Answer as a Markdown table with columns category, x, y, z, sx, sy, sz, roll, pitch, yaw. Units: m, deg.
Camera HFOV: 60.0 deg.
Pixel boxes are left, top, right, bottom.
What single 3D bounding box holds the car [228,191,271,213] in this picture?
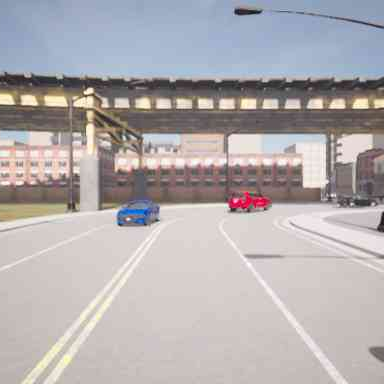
| category | x | y | z | sx | sy | sz | roll | pitch | yaw |
| --- | --- | --- | --- | --- | --- | --- | --- | --- | --- |
| car | 5.785 | 0.945 | 32.957 | 2.150 | 2.045 | 5.566 | 0 | 1 | 40 |

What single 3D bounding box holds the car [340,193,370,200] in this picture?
| category | x | y | z | sx | sy | sz | roll | pitch | yaw |
| --- | --- | --- | --- | --- | --- | --- | --- | --- | --- |
| car | 28.935 | 0.794 | 59.315 | 1.853 | 1.218 | 4.536 | 0 | 1 | -29 |

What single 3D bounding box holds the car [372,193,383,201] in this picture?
| category | x | y | z | sx | sy | sz | roll | pitch | yaw |
| --- | --- | --- | --- | --- | --- | --- | --- | --- | --- |
| car | 32.039 | 0.813 | 57.168 | 1.853 | 1.218 | 4.536 | 0 | 1 | 31 |

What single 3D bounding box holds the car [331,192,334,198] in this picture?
| category | x | y | z | sx | sy | sz | roll | pitch | yaw |
| --- | --- | --- | --- | --- | --- | --- | --- | --- | --- |
| car | 33.333 | 0.629 | 78.855 | 1.853 | 1.218 | 4.536 | 0 | 1 | -34 |

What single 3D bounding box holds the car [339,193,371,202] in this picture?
| category | x | y | z | sx | sy | sz | roll | pitch | yaw |
| --- | --- | --- | --- | --- | --- | --- | --- | --- | --- |
| car | 28.961 | 0.952 | 59.271 | 2.038 | 1.542 | 4.974 | 0 | 1 | -29 |

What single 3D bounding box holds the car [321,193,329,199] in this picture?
| category | x | y | z | sx | sy | sz | roll | pitch | yaw |
| --- | --- | --- | --- | --- | --- | --- | --- | --- | --- |
| car | 29.301 | 0.792 | 78.131 | 4.974 | 1.542 | 2.038 | 0 | 1 | -39 |

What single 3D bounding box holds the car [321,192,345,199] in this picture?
| category | x | y | z | sx | sy | sz | roll | pitch | yaw |
| --- | --- | --- | --- | --- | --- | --- | --- | --- | --- |
| car | 33.304 | 0.786 | 78.899 | 2.038 | 1.542 | 4.974 | 0 | 1 | -34 |

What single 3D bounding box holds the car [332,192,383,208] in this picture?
| category | x | y | z | sx | sy | sz | roll | pitch | yaw |
| --- | --- | --- | --- | --- | --- | --- | --- | --- | --- |
| car | 20.204 | 1.145 | 40.569 | 4.902 | 1.511 | 2.128 | 0 | 0 | -11 |

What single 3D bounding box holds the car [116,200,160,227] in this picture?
| category | x | y | z | sx | sy | sz | roll | pitch | yaw |
| --- | --- | --- | --- | --- | --- | --- | --- | --- | --- |
| car | -3.359 | 1.294 | 21.538 | 1.882 | 1.535 | 5.008 | 0 | 0 | 7 |
